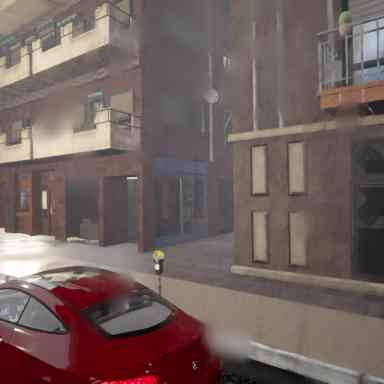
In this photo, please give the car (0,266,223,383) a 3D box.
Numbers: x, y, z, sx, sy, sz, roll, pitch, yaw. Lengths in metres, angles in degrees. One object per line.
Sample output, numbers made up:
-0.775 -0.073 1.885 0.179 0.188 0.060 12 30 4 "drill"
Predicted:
-1.633 1.583 4.011 4.206 1.307 1.802 0 -1 35 "car"
